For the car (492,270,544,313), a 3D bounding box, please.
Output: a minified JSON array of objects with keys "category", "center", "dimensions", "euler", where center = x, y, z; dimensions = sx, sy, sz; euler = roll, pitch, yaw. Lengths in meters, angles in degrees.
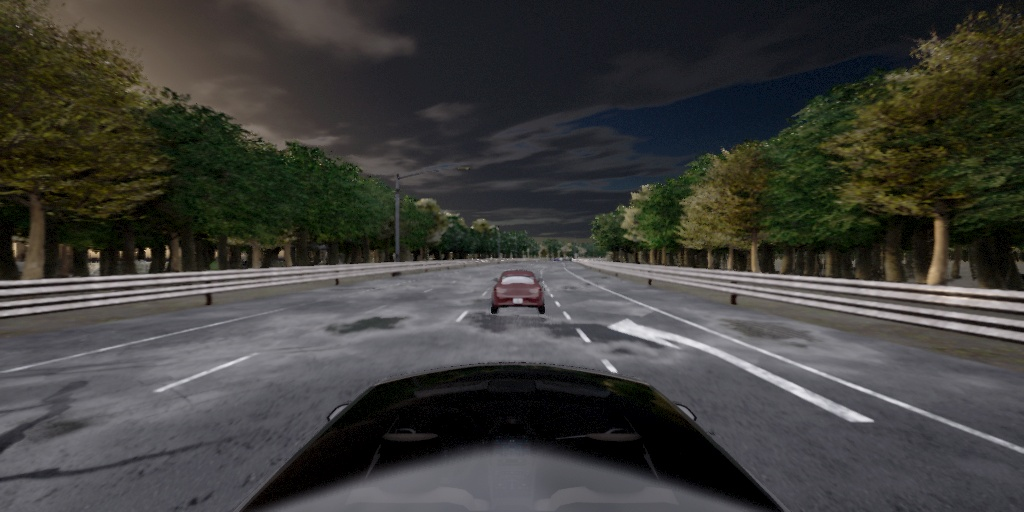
[{"category":"car","center":[0.244,1.275,13.884],"dimensions":[1.812,1.442,4.674],"euler":[0,0,1]}]
